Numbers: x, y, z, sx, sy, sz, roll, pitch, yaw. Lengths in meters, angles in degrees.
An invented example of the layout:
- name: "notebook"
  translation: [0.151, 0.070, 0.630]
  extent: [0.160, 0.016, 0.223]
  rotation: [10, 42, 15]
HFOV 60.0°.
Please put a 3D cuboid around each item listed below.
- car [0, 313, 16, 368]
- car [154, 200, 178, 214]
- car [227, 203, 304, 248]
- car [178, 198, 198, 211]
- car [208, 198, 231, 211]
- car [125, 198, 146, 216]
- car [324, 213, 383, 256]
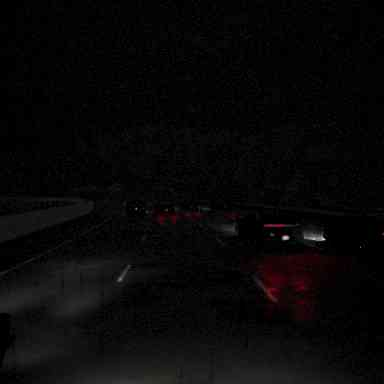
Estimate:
- name: "car"
  translation: [-2.983, 1.642, 1.818]
  extent: [1.895, 1.301, 4.718]
  rotation: [-1, 0, -1]
- name: "car"
  translation: [-3.012, 1.578, 35.579]
  extent: [1.812, 1.442, 4.674]
  rotation: [0, 0, -11]
- name: "car"
  translation: [3.201, 1.452, 14.541]
  extent: [2.128, 1.511, 4.902]
  rotation: [-1, 0, -5]
- name: "car"
  translation: [-0.599, 1.512, 41.381]
  extent: [2.128, 1.511, 4.902]
  rotation: [-1, 0, -13]
- name: "car"
  translation: [3.284, 1.459, 39.870]
  extent: [2.128, 1.511, 4.902]
  rotation: [-1, 0, -12]
- name: "car"
  translation: [-5.796, 1.637, 33.712]
  extent: [2.033, 1.411, 5.357]
  rotation: [-1, 0, -13]
- name: "car"
  translation: [6.789, 1.475, 12.774]
  extent: [1.994, 1.385, 4.181]
  rotation: [-1, 0, -4]
